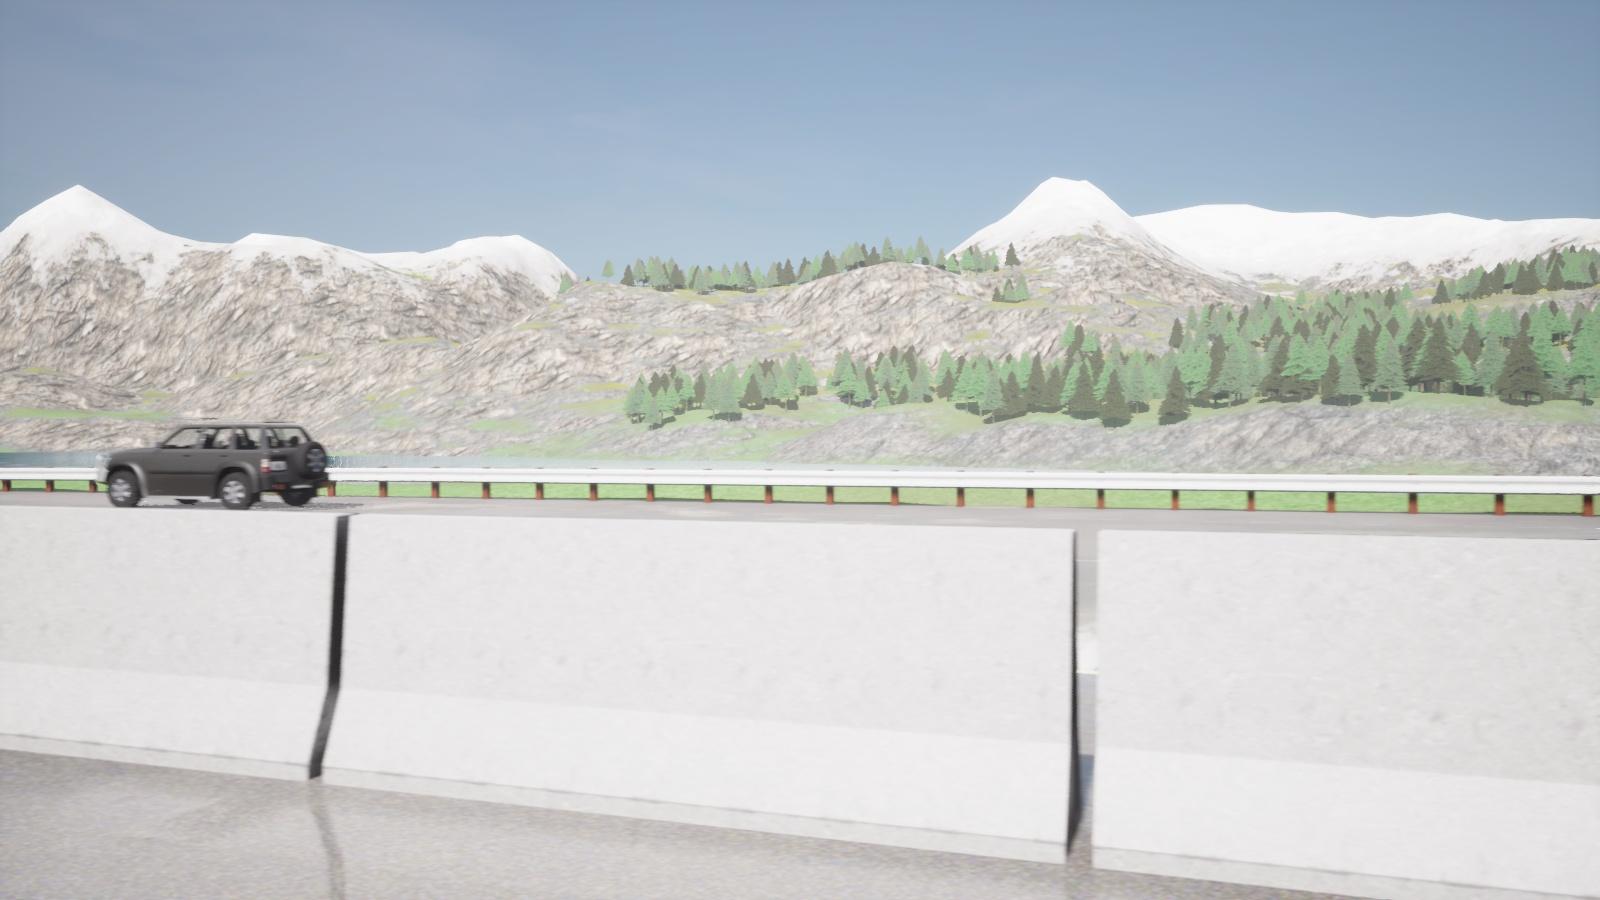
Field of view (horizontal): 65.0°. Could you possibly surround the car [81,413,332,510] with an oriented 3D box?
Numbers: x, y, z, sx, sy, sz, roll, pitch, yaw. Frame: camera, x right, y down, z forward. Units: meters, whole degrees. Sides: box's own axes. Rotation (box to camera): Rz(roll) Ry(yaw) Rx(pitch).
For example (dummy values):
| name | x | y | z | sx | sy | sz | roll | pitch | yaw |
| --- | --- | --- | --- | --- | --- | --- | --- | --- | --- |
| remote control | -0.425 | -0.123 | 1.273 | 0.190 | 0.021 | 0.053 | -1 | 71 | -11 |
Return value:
| name | x | y | z | sx | sy | sz | roll | pitch | yaw |
| --- | --- | --- | --- | --- | --- | --- | --- | --- | --- |
| car | -12.150 | 0.185 | 25.742 | 4.605 | 1.855 | 1.932 | 1 | 1 | 19 |
